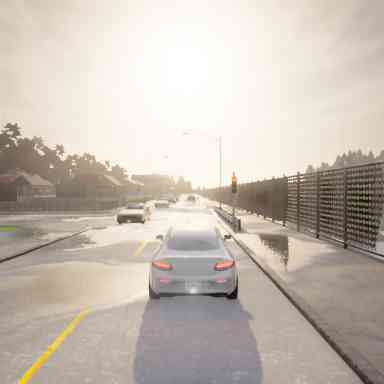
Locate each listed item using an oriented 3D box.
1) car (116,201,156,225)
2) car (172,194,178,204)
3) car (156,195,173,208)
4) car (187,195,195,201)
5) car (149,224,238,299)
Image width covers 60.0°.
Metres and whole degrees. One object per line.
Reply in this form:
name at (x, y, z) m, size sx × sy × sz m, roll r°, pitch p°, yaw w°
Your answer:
car at (-4.154, 1.547, 24.543) m, size 2.033 × 1.411 × 5.357 m, roll 0°, pitch 0°, yaw 0°
car at (-4.188, 1.477, 64.489) m, size 1.882 × 1.535 × 5.008 m, roll 0°, pitch 0°, yaw 0°
car at (-4.204, 1.547, 47.243) m, size 2.033 × 1.411 × 5.357 m, roll 0°, pitch 0°, yaw 0°
car at (-0.190, 1.478, 84.347) m, size 1.882 × 1.535 × 5.008 m, roll 0°, pitch 0°, yaw 0°
car at (0.036, 1.526, 8.307) m, size 1.812 × 1.442 × 4.674 m, roll 0°, pitch 0°, yaw 0°
